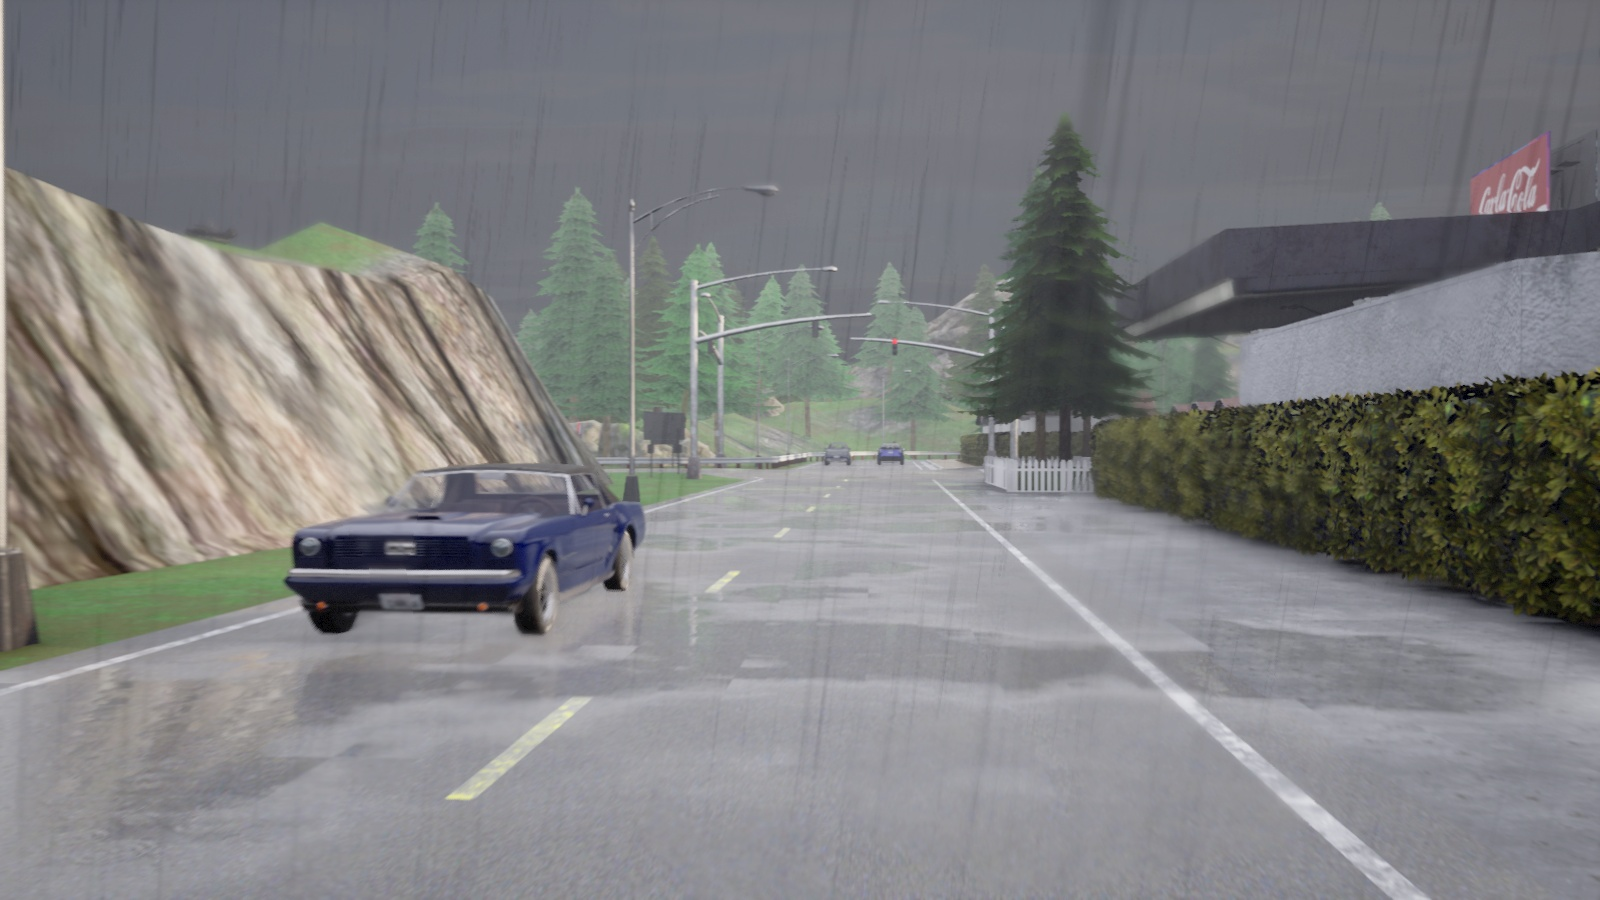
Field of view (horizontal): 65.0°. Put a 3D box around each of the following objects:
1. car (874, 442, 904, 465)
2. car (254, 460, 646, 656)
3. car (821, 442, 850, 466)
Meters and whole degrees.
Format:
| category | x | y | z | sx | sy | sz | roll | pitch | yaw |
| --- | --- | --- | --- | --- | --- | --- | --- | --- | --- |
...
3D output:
| category | x | y | z | sx | sy | sz | roll | pitch | yaw |
| --- | --- | --- | --- | --- | --- | --- | --- | --- | --- |
| car | 6.108 | 0.214 | 86.631 | 2.007 | 1.525 | 4.514 | 0 | 0 | 4 |
| car | -2.767 | 0.779 | 11.201 | 1.895 | 1.301 | 4.718 | 0 | 0 | 4 |
| car | 2.382 | 0.257 | 83.579 | 1.789 | 1.549 | 3.705 | 0 | 0 | 4 |
